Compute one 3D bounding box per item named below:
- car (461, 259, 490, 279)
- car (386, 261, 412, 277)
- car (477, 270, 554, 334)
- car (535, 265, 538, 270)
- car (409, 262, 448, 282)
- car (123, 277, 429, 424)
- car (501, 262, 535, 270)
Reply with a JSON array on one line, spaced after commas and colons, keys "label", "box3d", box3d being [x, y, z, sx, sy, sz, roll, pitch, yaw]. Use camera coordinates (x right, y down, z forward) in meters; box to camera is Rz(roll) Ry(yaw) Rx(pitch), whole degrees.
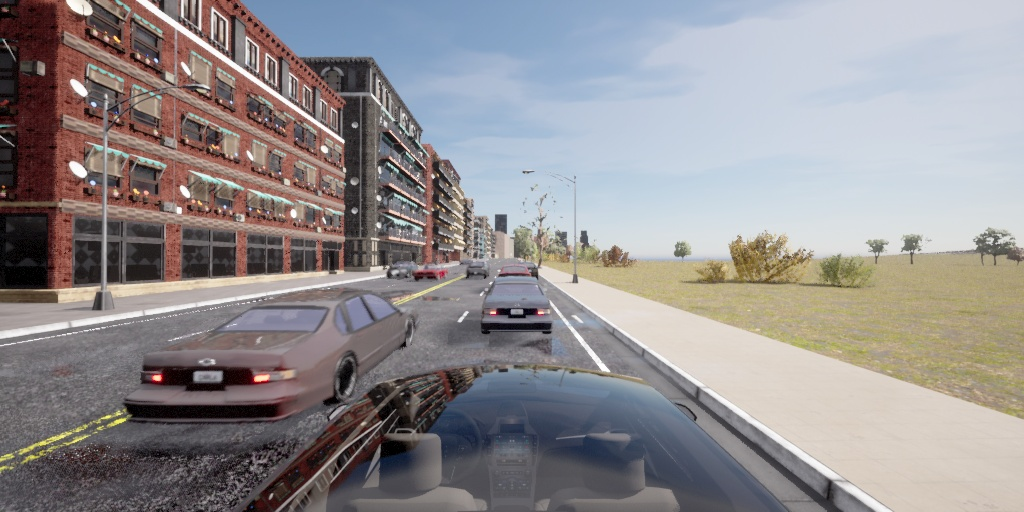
[{"label": "car", "box3d": [-3.077, 1.245, 33.071, 2.128, 1.511, 4.902, 0, 0, 0]}, {"label": "car", "box3d": [-9.780, 1.245, 32.316, 2.128, 1.511, 4.902, 0, 0, 0]}, {"label": "car", "box3d": [0.119, 1.299, 10.557, 2.033, 1.411, 5.357, 0, 0, 0]}, {"label": "car", "box3d": [1.204, 1.232, 30.534, 1.882, 1.535, 5.008, 0, 0, 0]}, {"label": "car", "box3d": [-6.536, 1.354, 29.161, 1.895, 1.301, 4.718, 0, 0, 0]}, {"label": "car", "box3d": [-3.143, 1.298, 6.224, 2.033, 1.411, 5.357, 0, 0, 0]}, {"label": "car", "box3d": [0.147, 1.231, 21.097, 1.882, 1.535, 5.008, 0, 0, 0]}]
